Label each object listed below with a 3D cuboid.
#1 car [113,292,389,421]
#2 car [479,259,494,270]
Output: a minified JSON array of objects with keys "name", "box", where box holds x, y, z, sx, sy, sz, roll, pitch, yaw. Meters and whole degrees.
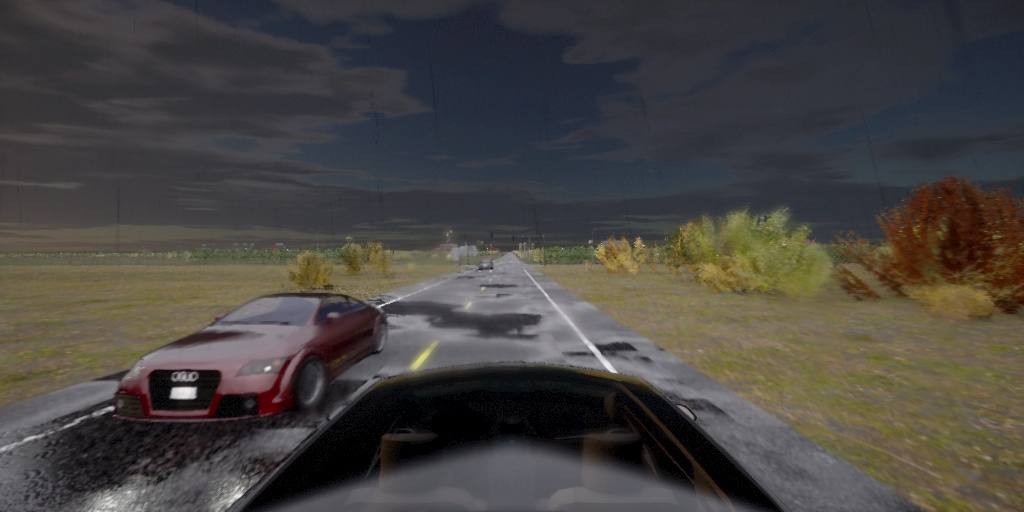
[{"name":"car","box":[-3.600,1.314,5.924,1.994,1.385,4.181,0,0,0]},{"name":"car","box":[-3.567,1.172,50.398,2.128,1.511,4.902,0,0,0]}]
